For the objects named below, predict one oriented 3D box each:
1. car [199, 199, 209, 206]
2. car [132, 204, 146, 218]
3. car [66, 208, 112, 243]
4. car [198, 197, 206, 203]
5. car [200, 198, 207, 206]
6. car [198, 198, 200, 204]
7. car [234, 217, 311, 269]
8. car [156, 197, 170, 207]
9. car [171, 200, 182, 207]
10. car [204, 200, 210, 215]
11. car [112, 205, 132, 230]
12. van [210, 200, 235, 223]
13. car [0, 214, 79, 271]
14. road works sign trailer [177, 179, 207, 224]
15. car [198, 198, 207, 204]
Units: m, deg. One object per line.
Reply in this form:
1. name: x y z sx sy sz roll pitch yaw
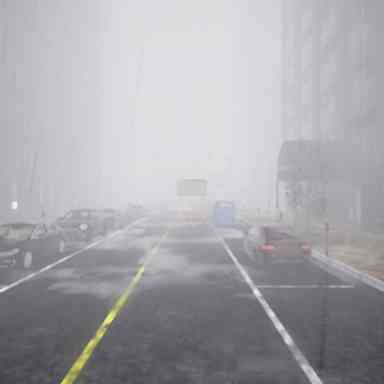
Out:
1. car: 2.678 2.254 73.866 2.008 1.369 4.403 0 0 0
2. car: -5.697 1.918 34.022 1.802 1.307 4.206 0 -1 0
3. car: -5.695 1.614 16.948 1.967 1.590 4.097 0 -1 0
4. car: 2.675 2.280 90.944 1.967 1.590 4.097 0 0 0
5. car: 2.680 2.134 56.789 1.802 1.307 4.206 0 -1 0
6. car: 2.679 2.206 68.174 2.008 1.369 4.403 0 0 0
7. car: 2.687 1.700 11.253 1.802 1.307 4.206 0 -1 0
8. car: -5.701 2.156 62.484 2.008 1.369 4.403 0 -1 0
9. car: -3.026 2.230 65.215 1.895 1.301 4.718 0 -1 0
10. car: 2.683 1.972 39.712 1.802 1.307 4.206 0 -1 0
11. car: -5.695 1.779 22.638 2.008 1.369 4.403 0 -1 0
12. van: 2.684 1.623 28.331 1.690 1.788 3.998 0 -1 0
13. car: -5.694 1.670 11.254 2.008 1.369 4.403 0 -1 0
14. road works sign trailer: -0.006 0.737 27.358 2.380 3.560 2.880 0 -1 0
15. car: 2.677 2.235 85.252 1.967 1.590 4.097 0 0 0
